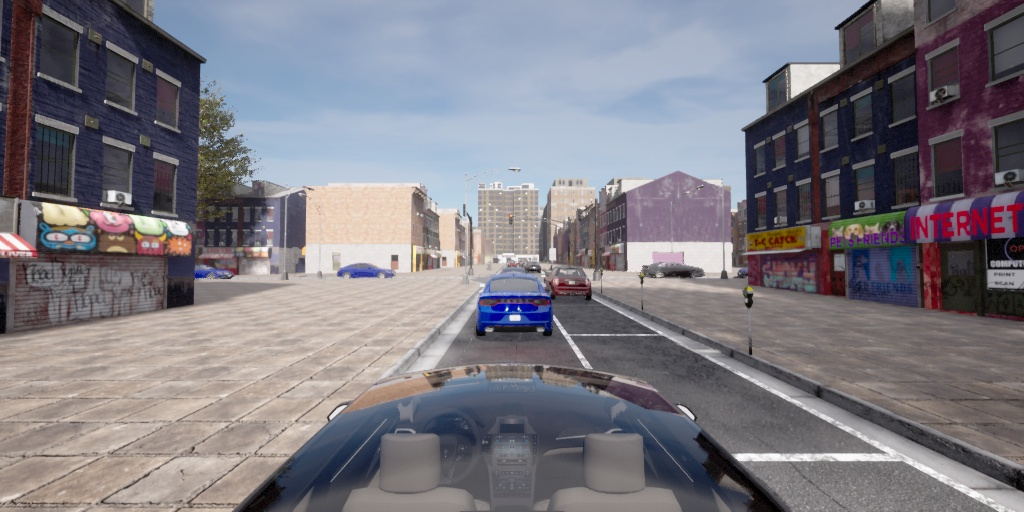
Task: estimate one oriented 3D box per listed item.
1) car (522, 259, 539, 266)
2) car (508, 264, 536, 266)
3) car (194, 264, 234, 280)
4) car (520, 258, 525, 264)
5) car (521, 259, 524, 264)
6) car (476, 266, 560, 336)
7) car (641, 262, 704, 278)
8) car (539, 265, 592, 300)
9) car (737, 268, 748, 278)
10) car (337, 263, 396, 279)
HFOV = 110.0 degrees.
[{"bbox_3d":[2.620,1.420,44.537,1.948,1.339,4.313,0,0,0],"label":"car"},{"bbox_3d":[0.093,1.292,17.992,1.812,1.442,4.674,0,0,0],"label":"car"},{"bbox_3d":[-25.901,1.403,29.921,4.674,1.442,1.812,-1,-2,0],"label":"car"},{"bbox_3d":[2.616,1.448,55.579,1.751,1.417,4.829,0,0,0],"label":"car"},{"bbox_3d":[2.617,1.452,49.973,1.948,1.339,4.313,0,0,0],"label":"car"},{"bbox_3d":[0.036,1.233,10.481,1.882,1.535,5.008,0,0,-1],"label":"car"},{"bbox_3d":[13.262,1.211,29.687,4.902,1.511,2.128,0,-2,0],"label":"car"},{"bbox_3d":[2.629,1.206,17.793,1.967,1.591,4.097,0,0,0],"label":"car"},{"bbox_3d":[23.049,1.337,32.576,4.674,1.442,1.812,0,-2,0],"label":"car"},{"bbox_3d":[-12.066,1.293,29.838,4.674,1.442,1.812,0,-2,0],"label":"car"}]
